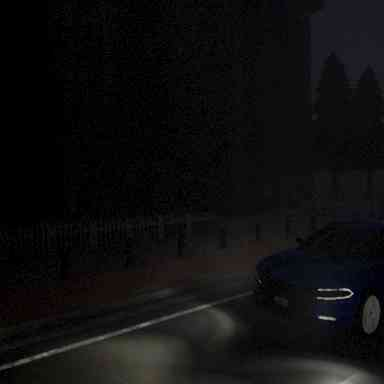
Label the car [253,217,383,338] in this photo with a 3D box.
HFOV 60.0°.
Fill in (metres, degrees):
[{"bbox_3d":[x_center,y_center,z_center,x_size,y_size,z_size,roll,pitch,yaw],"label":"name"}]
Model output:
[{"bbox_3d":[3.332,1.310,6.529,5.008,1.535,1.882,-2,1,-37],"label":"car"}]
